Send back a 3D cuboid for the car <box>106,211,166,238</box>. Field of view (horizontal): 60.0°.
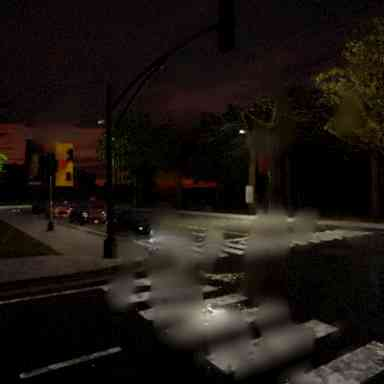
[{"bbox_3d":[-3.511,1.937,20.961,2.033,1.411,5.357,-1,0,-29],"label":"car"}]

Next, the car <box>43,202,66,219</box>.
[{"bbox_3d":[-14.609,1.932,36.739,2.097,1.767,4.553,-1,0,-35],"label":"car"}]

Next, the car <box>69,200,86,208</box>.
[{"bbox_3d":[-22.657,2.351,65.585,1.994,1.385,4.181,-1,0,-35],"label":"car"}]

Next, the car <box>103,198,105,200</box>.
[{"bbox_3d":[-16.540,1.902,56.839,2.150,2.045,5.566,-1,0,-35],"label":"car"}]

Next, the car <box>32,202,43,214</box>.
[{"bbox_3d":[-20.364,2.158,45.044,1.882,1.535,5.008,-1,0,-35],"label":"car"}]

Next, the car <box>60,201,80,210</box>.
[{"bbox_3d":[-21.163,2.286,57.607,2.033,1.411,5.357,-1,0,-35],"label":"car"}]

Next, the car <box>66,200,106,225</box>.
[{"bbox_3d":[-9.003,1.836,28.717,2.097,1.767,4.553,-1,0,-35],"label":"car"}]

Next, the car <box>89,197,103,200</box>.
[{"bbox_3d":[-15.303,1.988,49.294,2.097,1.767,4.553,-1,0,-35],"label":"car"}]
